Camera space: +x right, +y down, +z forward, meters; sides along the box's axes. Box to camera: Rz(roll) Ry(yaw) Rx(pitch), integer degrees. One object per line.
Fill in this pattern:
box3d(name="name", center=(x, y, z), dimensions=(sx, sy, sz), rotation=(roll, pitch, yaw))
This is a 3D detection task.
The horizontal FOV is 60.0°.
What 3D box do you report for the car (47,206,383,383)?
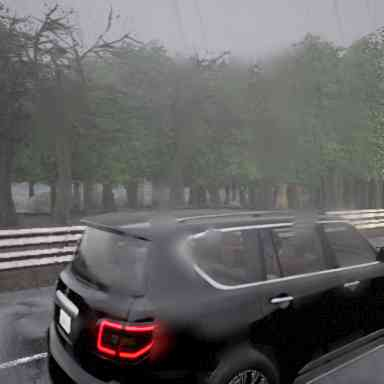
box3d(name="car", center=(1.082, 1.220, 4.464), dimensions=(5.566, 2.045, 2.150), rotation=(0, 0, -35))
